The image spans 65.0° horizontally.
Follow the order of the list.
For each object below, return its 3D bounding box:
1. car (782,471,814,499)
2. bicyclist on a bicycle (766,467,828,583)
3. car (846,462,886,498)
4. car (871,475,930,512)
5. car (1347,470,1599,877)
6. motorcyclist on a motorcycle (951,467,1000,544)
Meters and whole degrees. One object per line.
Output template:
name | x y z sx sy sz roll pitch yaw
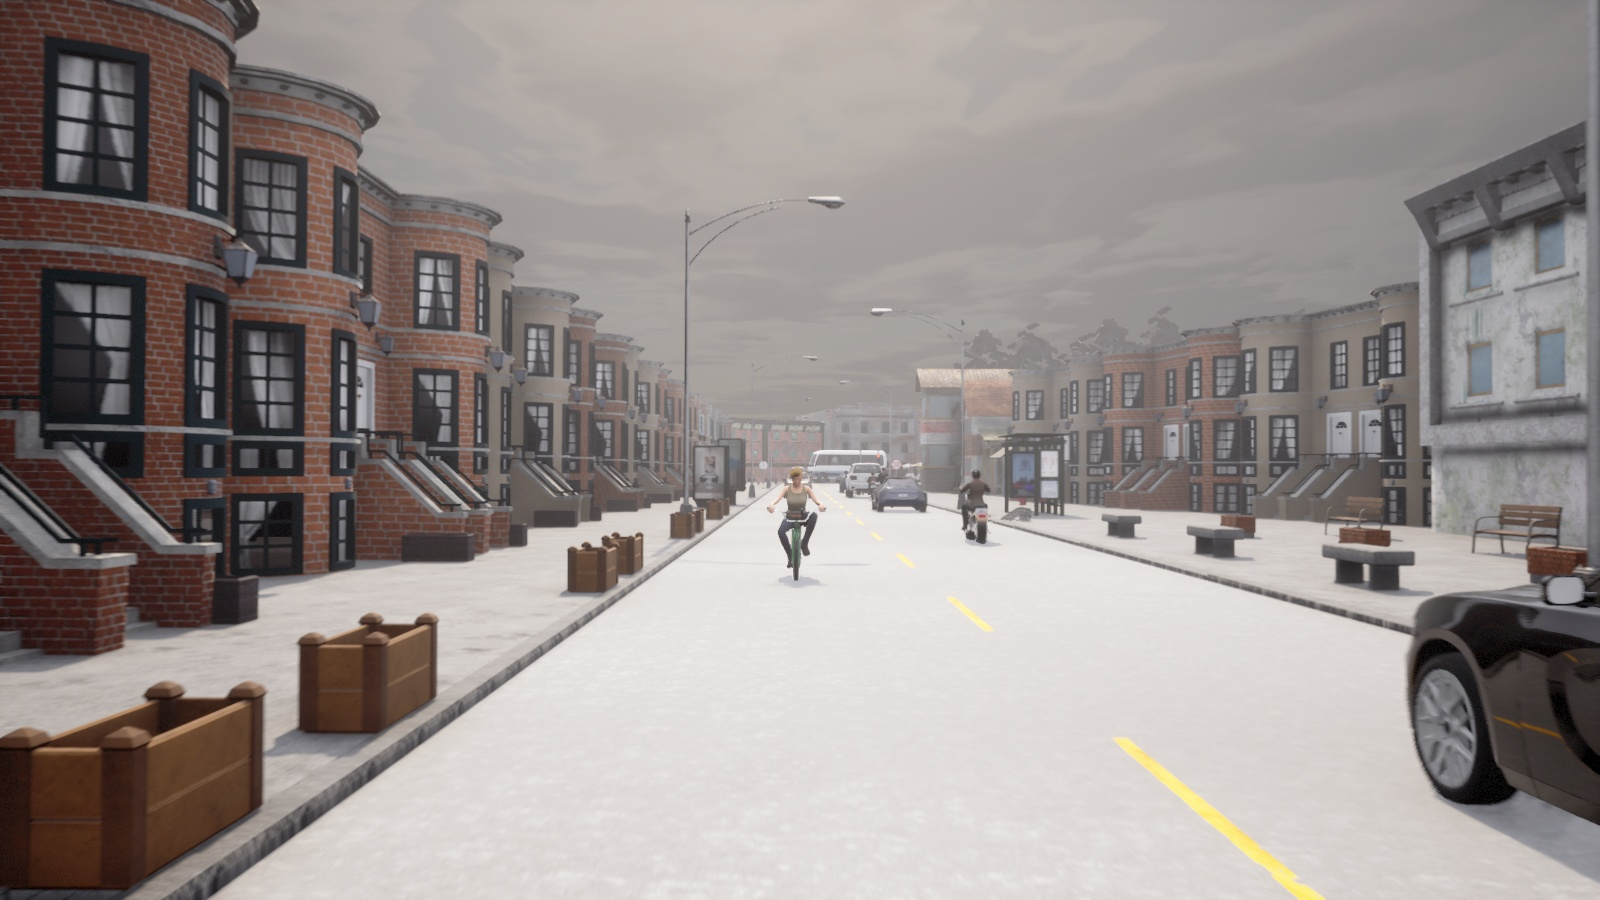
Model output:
car | -0.095 2.003 72.254 1.789 1.549 3.705 0 -1 0
bicyclist on a bicycle | -0.042 1.056 18.185 0.866 1.612 1.509 0 -1 0
car | 3.901 1.776 75.125 2.150 2.045 5.566 0 -1 0
car | 3.925 1.696 49.771 1.994 1.385 4.181 0 -1 0
car | 3.987 0.851 4.464 1.882 1.535 5.008 0 -1 0
motorcyclist on a motorcycle | 3.942 1.223 28.318 0.766 1.649 2.350 0 -1 0
